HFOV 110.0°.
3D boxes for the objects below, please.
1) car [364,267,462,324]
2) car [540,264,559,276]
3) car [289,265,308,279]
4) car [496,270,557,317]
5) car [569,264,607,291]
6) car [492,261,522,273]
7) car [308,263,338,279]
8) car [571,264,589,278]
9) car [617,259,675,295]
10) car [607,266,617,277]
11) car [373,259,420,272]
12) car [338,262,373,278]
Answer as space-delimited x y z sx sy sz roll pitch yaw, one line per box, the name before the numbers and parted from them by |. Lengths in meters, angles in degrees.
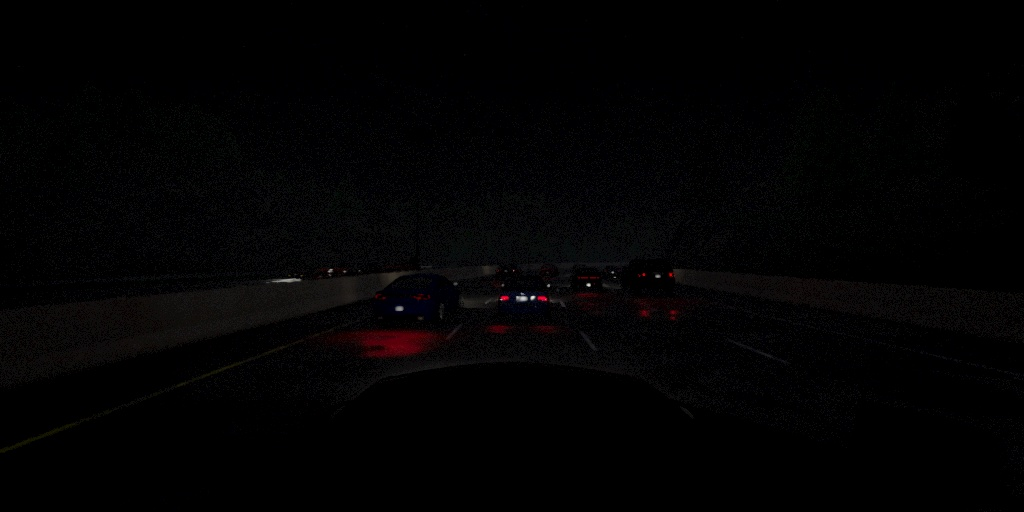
car | -3.044 1.344 12.554 1.882 1.535 5.008 0 0 3
car | 4.468 1.691 42.230 1.882 1.535 5.008 0 -1 12
car | -21.437 1.683 38.006 1.994 1.385 4.181 0 -1 10
car | 0.514 1.435 13.887 2.033 1.411 5.357 0 -1 4
car | 4.996 1.520 24.370 1.837 1.490 4.892 0 0 7
car | -0.210 1.492 36.466 2.097 1.767 4.553 0 -1 10
car | -18.083 1.464 36.817 2.097 1.767 4.553 0 -1 10
car | 8.008 1.695 42.032 1.882 1.535 5.008 0 -1 13
car | 8.235 1.218 22.142 2.150 2.045 5.566 0 0 6
car | 11.294 1.772 40.560 1.994 1.385 4.181 0 -1 13
car | -11.158 1.337 36.023 2.150 2.045 5.566 0 -1 10
car | -14.721 1.458 35.747 2.097 1.767 4.553 0 -1 9
